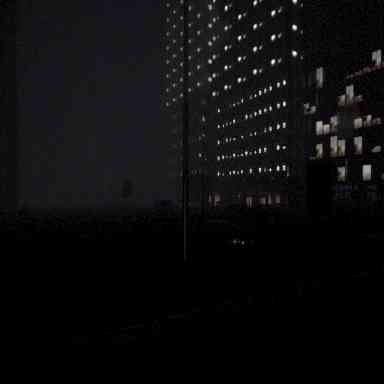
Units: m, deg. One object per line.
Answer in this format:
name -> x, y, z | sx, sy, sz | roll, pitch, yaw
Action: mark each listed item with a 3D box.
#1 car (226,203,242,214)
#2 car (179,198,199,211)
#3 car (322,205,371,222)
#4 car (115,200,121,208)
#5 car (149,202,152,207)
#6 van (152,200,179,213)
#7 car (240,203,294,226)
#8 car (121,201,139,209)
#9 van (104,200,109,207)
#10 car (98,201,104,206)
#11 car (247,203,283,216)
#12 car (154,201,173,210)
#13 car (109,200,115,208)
car -> 6.217, 2.168, 44.766 | 1.947, 1.339, 4.313 | -1, -1, -26
car -> -0.768, 2.003, 53.109 | 2.150, 2.045, 5.566 | 0, -1, -25
car -> 13.580, 1.854, 29.584 | 2.008, 1.369, 4.403 | -1, -1, -26
car -> -13.522, 2.602, 66.259 | 1.752, 1.417, 4.829 | -1, -1, -26
car -> -8.509, 2.808, 75.128 | 1.802, 1.307, 4.206 | -1, -1, -26
van -> -3.782, 2.005, 46.173 | 1.690, 1.788, 3.998 | -1, -1, -26
car -> 6.040, 1.813, 25.927 | 2.008, 1.369, 4.403 | -1, -1, -26
car -> -11.141, 2.525, 61.351 | 2.008, 1.369, 4.403 | -1, -1, -26
van -> -18.508, 2.634, 76.534 | 1.690, 1.788, 3.998 | -1, -1, -26
car -> -23.412, 3.053, 86.652 | 1.887, 1.381, 4.507 | -1, -1, -26
car -> 8.671, 2.068, 39.705 | 1.947, 1.339, 4.313 | -1, -1, -26
car -> -5.416, 2.454, 62.613 | 1.882, 1.535, 5.008 | 0, -1, -26
car -> -16.050, 2.731, 71.472 | 1.887, 1.381, 4.507 | -1, -1, -26
